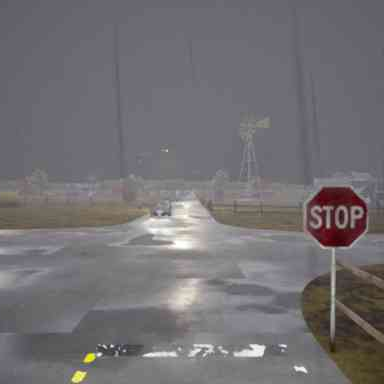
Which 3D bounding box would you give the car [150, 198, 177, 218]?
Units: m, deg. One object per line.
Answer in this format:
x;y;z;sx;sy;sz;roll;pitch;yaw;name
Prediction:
-2.746;1.551;30.538;2.128;1.511;4.902;0;1;0;car

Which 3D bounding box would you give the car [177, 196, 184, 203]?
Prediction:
-2.749;1.728;77.156;2.033;1.411;5.357;0;0;0;car
